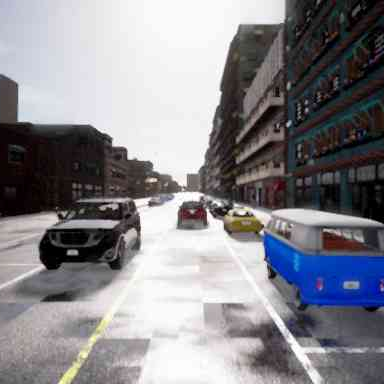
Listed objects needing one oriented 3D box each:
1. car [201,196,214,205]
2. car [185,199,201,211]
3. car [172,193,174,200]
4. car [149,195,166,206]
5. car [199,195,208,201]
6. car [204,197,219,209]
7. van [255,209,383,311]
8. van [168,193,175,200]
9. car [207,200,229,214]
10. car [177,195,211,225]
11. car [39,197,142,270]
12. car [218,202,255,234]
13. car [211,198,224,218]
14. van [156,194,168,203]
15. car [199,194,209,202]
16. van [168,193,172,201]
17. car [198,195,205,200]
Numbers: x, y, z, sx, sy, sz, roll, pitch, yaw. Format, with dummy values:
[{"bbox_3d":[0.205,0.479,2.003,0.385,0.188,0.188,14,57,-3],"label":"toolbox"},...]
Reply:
[{"bbox_3d":[2.695,1.493,57.706,2.008,1.369,4.403,1,0,0],"label":"car"},{"bbox_3d":[0.078,1.565,41.911,1.895,1.301,4.718,0,0,0],"label":"car"},{"bbox_3d":[-5.688,1.446,79.984,1.887,1.381,4.507,1,0,0],"label":"car"},{"bbox_3d":[-5.685,1.516,52.082,1.947,1.339,4.313,1,0,0],"label":"car"},{"bbox_3d":[2.692,1.453,80.027,2.008,1.369,4.403,1,0,0],"label":"car"},{"bbox_3d":[2.696,1.503,46.545,1.887,1.381,4.507,1,0,0],"label":"car"},{"bbox_3d":[2.703,1.338,7.479,1.690,1.788,3.998,1,0,0],"label":"van"},{"bbox_3d":[-5.686,1.218,91.144,1.690,1.788,3.998,1,0,0],"label":"van"},{"bbox_3d":[2.697,1.539,35.383,1.947,1.339,4.313,1,0,0],"label":"car"},{"bbox_3d":[0.031,1.337,23.928,2.097,1.767,4.553,0,0,1],"label":"car"},{"bbox_3d":[-3.086,1.216,11.387,2.150,2.045,5.566,0,0,0],"label":"car"},{"bbox_3d":[2.699,1.515,18.810,1.752,1.417,4.829,1,0,0],"label":"car"},{"bbox_3d":[2.698,1.546,29.802,1.947,1.339,4.313,1,0,0],"label":"car"},{"bbox_3d":[-5.682,1.283,57.663,1.690,1.788,3.998,1,0,0],"label":"van"},{"bbox_3d":[2.694,1.353,74.447,1.967,1.590,4.097,1,0,0],"label":"car"},{"bbox_3d":[-5.683,1.264,68.823,1.690,1.788,3.998,1,0,0],"label":"van"},{"bbox_3d":[2.690,1.459,91.189,1.802,1.307,4.206,1,0,0],"label":"car"}]
